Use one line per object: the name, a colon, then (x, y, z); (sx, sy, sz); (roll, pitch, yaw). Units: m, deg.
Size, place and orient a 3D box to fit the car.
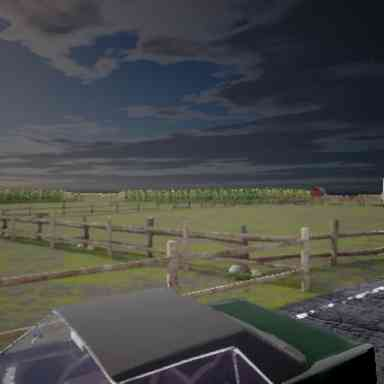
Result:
car: (-0.706, 1.603, 2.441); (4.718, 1.301, 1.895); (0, 0, -35)
